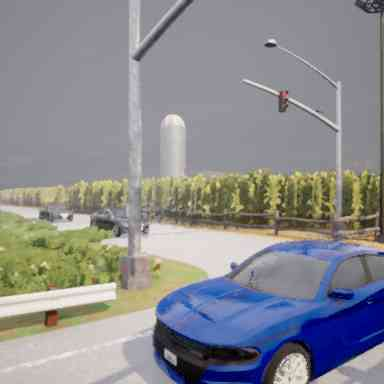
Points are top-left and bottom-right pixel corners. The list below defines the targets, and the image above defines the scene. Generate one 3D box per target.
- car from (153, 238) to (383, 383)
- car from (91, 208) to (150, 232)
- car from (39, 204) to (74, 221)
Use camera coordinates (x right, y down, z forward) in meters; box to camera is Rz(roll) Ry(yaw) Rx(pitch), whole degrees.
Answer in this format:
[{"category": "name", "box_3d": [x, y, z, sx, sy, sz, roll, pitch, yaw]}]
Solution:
[{"category": "car", "box_3d": [1.794, 1.545, 5.109, 5.008, 1.535, 1.882, 0, -1, -36]}, {"category": "car", "box_3d": [-4.280, 1.675, 19.310, 2.128, 1.511, 4.902, 0, -1, -39]}, {"category": "car", "box_3d": [-11.699, 1.765, 28.572, 2.128, 1.511, 4.902, 0, -1, -39]}]
